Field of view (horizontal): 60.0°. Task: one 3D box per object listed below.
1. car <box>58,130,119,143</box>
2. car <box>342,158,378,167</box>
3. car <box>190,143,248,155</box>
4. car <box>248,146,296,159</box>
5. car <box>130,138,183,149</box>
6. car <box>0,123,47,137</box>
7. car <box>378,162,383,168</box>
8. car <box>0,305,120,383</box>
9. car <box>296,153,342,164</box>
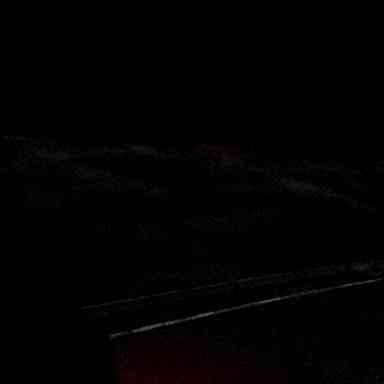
[{"bbox_3d":[-8.313,-4.154,26.980,4.892,1.521,2.231,2,-1,-17],"label":"car"},{"bbox_3d":[17.721,-2.950,36.815,4.674,1.452,2.002,3,-1,-23],"label":"car"},{"bbox_3d":[2.181,-3.697,30.558,5.008,1.535,2.097,3,-1,-19],"label":"car"},{"bbox_3d":[7.350,-3.590,32.508,4.553,1.767,2.185,3,-1,-21],"label":"car"},{"bbox_3d":[-3.048,-3.889,28.712,4.674,1.452,2.002,2,-1,-18],"label":"car"},{"bbox_3d":[-13.584,-4.360,25.355,4.892,1.521,2.231,2,-1,-17],"label":"car"},{"bbox_3d":[22.658,-2.758,39.049,4.892,1.521,2.231,3,-1,-24],"label":"car"},{"bbox_3d":[-2.804,1.466,1.490,5.008,1.535,1.882,0,0,-35],"label":"car"},{"bbox_3d":[12.650,-3.194,34.651,4.792,1.488,2.163,3,-1,-22],"label":"car"}]
